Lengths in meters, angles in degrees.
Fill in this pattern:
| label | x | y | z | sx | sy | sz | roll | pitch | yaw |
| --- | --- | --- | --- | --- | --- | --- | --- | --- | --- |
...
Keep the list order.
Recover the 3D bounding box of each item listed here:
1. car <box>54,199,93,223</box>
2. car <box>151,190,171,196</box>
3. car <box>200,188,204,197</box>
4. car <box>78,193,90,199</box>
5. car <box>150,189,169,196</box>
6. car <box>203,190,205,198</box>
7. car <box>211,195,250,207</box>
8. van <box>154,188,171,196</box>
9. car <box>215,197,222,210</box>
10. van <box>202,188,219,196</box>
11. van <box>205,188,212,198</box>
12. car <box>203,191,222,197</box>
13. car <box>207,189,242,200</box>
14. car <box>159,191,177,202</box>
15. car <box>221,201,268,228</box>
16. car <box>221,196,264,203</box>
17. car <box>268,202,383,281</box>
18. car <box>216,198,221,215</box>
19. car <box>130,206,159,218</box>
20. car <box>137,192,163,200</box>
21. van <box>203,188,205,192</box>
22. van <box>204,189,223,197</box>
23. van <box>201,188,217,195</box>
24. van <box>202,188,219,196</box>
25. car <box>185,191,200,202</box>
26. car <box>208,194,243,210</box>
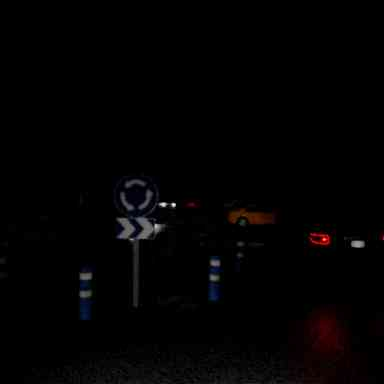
| label | x | y | z | sx | sy | sz | roll | pitch | yaw |
| --- | --- | --- | --- | --- | --- | --- | --- | --- | --- |
| car | -8.267 | 1.580 | 26.020 | 4.792 | 1.488 | 2.163 | 0 | 1 | 0 |
| car | -8.132 | 0.298 | 87.072 | 5.008 | 1.535 | 2.097 | 0 | 1 | 0 |
| car | 4.890 | 0.376 | 67.522 | 5.566 | 2.045 | 2.435 | 0 | 1 | 0 |
| car | -8.199 | 1.156 | 31.563 | 5.566 | 2.045 | 2.435 | 0 | 1 | 0 |
| car | -8.163 | 0.220 | 84.293 | 4.553 | 1.767 | 2.185 | 0 | 1 | 0 |
| car | 4.903 | 0.817 | 56.448 | 5.008 | 1.535 | 2.097 | 0 | 1 | 0 |
| car | 4.844 | 1.145 | 42.609 | 4.792 | 1.488 | 2.163 | 0 | 1 | 0 |
| van | -8.233 | -0.023 | 92.619 | 4.442 | 1.987 | 1.878 | 0 | 1 | 0 |
| car | 4.850 | 1.442 | 31.534 | 4.674 | 1.452 | 2.002 | 0 | 1 | 0 |
| van | 5.080 | -0.026 | 92.451 | 4.442 | 1.987 | 1.878 | 0 | 1 | 0 |
| van | 4.784 | 0.642 | 53.658 | 4.442 | 1.987 | 1.878 | 0 | 1 | 0 |
| car | 4.941 | 0.430 | 81.376 | 4.674 | 1.452 | 2.002 | 0 | 1 | 0 |
| car | 4.896 | 0.936 | 39.834 | 5.566 | 2.045 | 2.435 | 0 | 1 | 0 |
| car | -3.686 | 0.603 | 54.330 | 2.150 | 2.045 | 5.566 | 0 | 1 | 1 |
| car | 4.833 | 1.614 | 23.349 | 5.008 | 1.535 | 2.097 | 0 | 1 | 0 |
| car | 4.874 | 1.417 | 26.116 | 4.553 | 1.767 | 2.185 | 0 | 1 | 0 |
| car | 3.984 | 1.311 | 10.300 | 2.150 | 2.045 | 5.566 | 1 | -1 | 4 |
| car | 4.818 | 1.503 | 28.765 | 4.792 | 1.488 | 2.163 | 0 | 1 | 0 |
| car | -3.797 | 1.550 | 26.911 | 1.837 | 1.490 | 4.892 | 0 | 2 | 0 |
| car | -8.196 | 0.708 | 64.866 | 4.792 | 1.488 | 2.163 | 0 | 1 | 0 |
| van | 4.791 | 0.496 | 61.983 | 4.442 | 1.987 | 1.878 | 0 | 1 | 0 |
| van | 5.055 | 0.209 | 78.727 | 4.442 | 1.987 | 1.878 | 0 | 1 | 0 |
| van | 4.852 | -0.076 | 95.354 | 4.442 | 1.987 | 1.878 | 0 | 1 | 0 |
| van | 5.075 | 0.019 | 89.806 | 4.442 | 1.987 | 1.878 | 0 | 1 | 0 |
| car | -0.092 | 0.879 | 54.544 | 1.837 | 1.490 | 4.892 | 0 | 1 | 1 |
| car | 4.672 | 1.328 | 34.303 | 5.366 | 1.575 | 1.946 | 0 | 1 | 0 |
